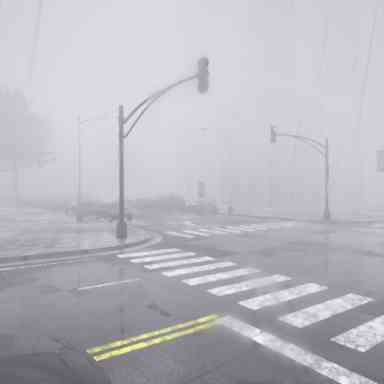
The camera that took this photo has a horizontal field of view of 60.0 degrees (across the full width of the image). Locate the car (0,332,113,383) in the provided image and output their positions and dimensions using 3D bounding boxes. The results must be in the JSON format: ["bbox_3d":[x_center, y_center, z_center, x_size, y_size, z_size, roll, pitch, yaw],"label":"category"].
[{"bbox_3d":[-2.723,1.506,1.488,4.892,1.490,1.837,0,0,-37],"label":"car"}]

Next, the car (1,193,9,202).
[{"bbox_3d":[-36.180,1.138,66.701,2.192,1.841,5.009,0,0,-36],"label":"car"}]

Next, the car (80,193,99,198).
[{"bbox_3d":[-15.963,1.359,53.544,1.887,1.381,4.507,0,0,-36],"label":"car"}]

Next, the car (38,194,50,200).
[{"bbox_3d":[-36.067,1.283,80.966,1.752,1.417,4.829,0,0,-36],"label":"car"}]

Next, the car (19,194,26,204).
[{"bbox_3d":[-26.176,1.418,53.057,1.947,1.339,4.313,0,0,-36],"label":"car"}]

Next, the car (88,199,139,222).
[{"bbox_3d":[-6.169,1.508,25.769,1.947,1.339,4.313,0,0,-36],"label":"car"}]

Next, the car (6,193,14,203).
[{"bbox_3d":[-32.845,1.377,62.153,1.887,1.381,4.507,0,0,-36],"label":"car"}]

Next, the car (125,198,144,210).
[{"bbox_3d":[-5.961,1.423,39.903,1.947,1.339,4.313,0,0,-36],"label":"car"}]

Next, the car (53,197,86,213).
[{"bbox_3d":[-12.838,1.488,34.865,1.802,1.307,4.206,0,0,-36],"label":"car"}]

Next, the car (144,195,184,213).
[{"bbox_3d":[-2.627,1.189,35.355,2.192,1.841,5.009,0,0,-36],"label":"car"}]

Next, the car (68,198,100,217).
[{"bbox_3d":[-9.504,1.488,30.317,1.947,1.339,4.313,0,0,-36],"label":"car"}]

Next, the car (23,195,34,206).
[{"bbox_3d":[-22.740,1.389,48.371,1.752,1.417,4.829,0,0,-36],"label":"car"}]

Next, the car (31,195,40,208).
[{"bbox_3d":[-19.507,1.457,43.961,1.802,1.307,4.206,0,0,-36],"label":"car"}]

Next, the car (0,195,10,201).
[{"bbox_3d":[-42.847,1.388,75.797,1.802,1.307,4.206,0,0,-36],"label":"car"}]

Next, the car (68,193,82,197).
[{"bbox_3d":[-19.298,1.118,58.091,2.192,1.841,5.009,0,0,-36],"label":"car"}]

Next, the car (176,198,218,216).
[{"bbox_3d":[0.708,1.475,30.808,1.802,1.307,4.206,0,0,-36],"label":"car"}]

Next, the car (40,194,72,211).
[{"bbox_3d":[-16.172,1.329,39.412,1.967,1.590,4.097,0,0,-36],"label":"car"}]
